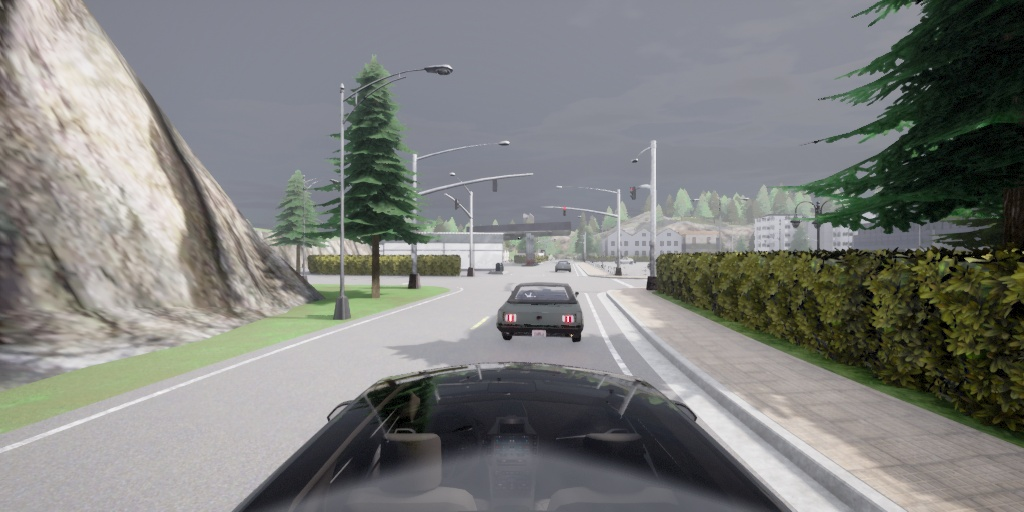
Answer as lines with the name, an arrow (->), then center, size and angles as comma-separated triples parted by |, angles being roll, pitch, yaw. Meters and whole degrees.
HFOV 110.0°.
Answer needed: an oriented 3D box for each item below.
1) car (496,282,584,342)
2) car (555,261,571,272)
car -> 0.882, 1.351, 9.781 | 1.895, 1.301, 4.718 | 0, 0, 8
car -> 6.492, 1.314, 45.441 | 1.994, 1.385, 4.181 | 0, 0, 9
